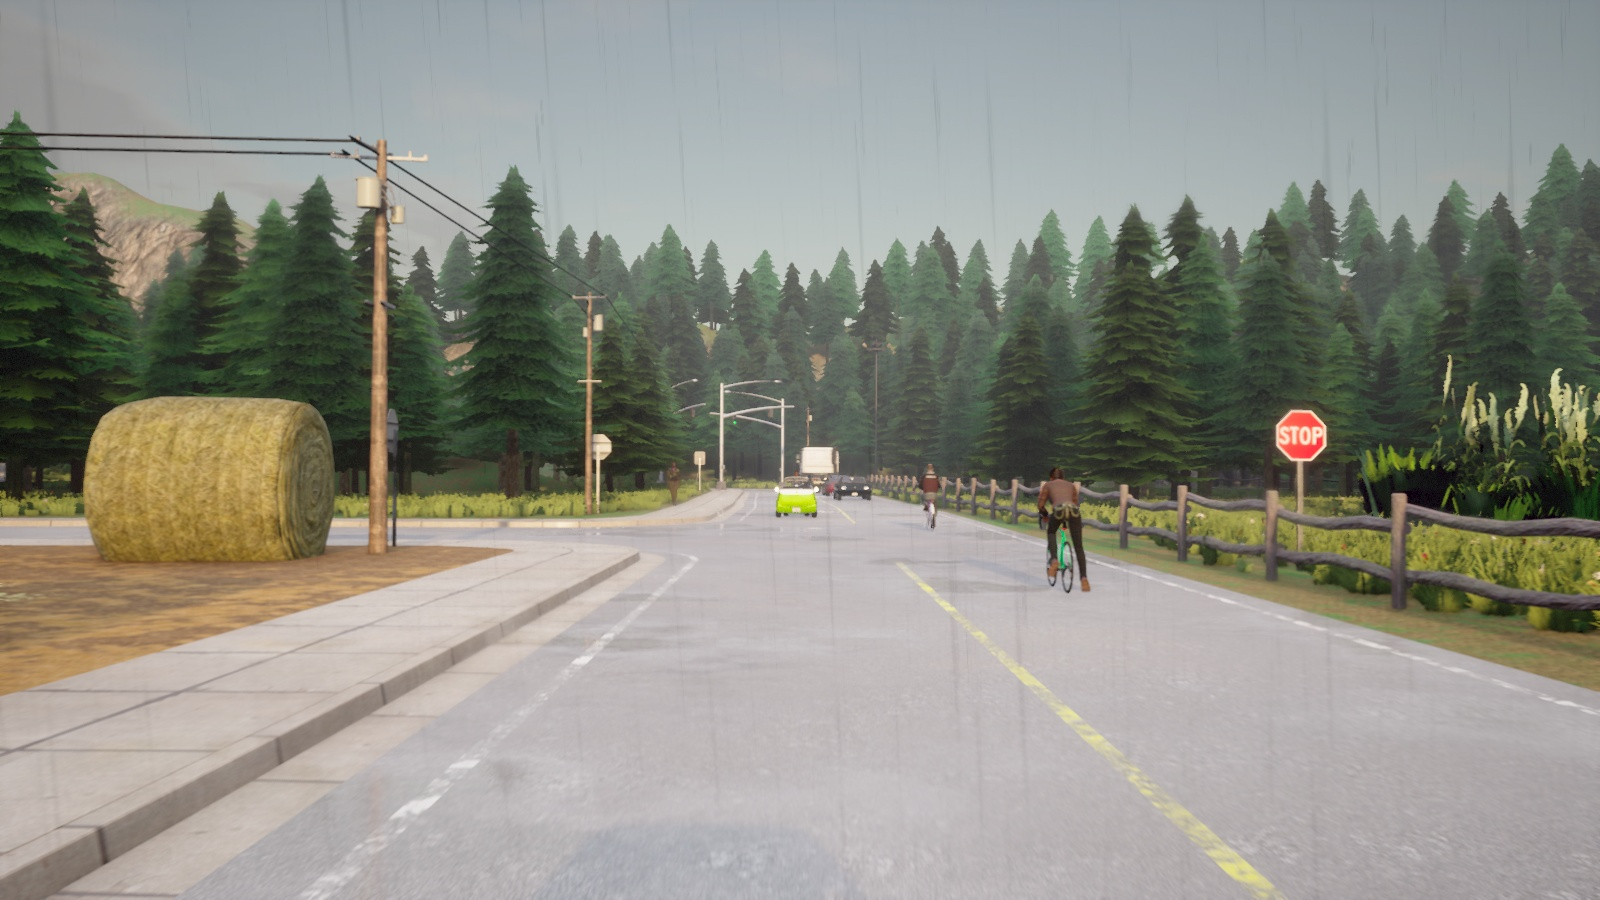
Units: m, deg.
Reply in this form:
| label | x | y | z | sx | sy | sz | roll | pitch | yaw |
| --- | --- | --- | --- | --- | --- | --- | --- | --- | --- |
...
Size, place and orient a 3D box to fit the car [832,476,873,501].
| label | x | y | z | sx | sy | sz | roll | pitch | yaw |
| --- | --- | --- | --- | --- | --- | --- | --- | --- | --- |
| car | 2.856 | 2.067 | 68.971 | 1.895 | 1.301 | 4.718 | 0 | -1 | -2 |

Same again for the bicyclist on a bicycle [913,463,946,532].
| label | x | y | z | sx | sy | sz | roll | pitch | yaw |
| --- | --- | --- | --- | --- | --- | --- | --- | --- | --- |
| bicyclist on a bicycle | 3.417 | 1.230 | 33.235 | 0.659 | 1.776 | 1.843 | 0 | -1 | 0 |

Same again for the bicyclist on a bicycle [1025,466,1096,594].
| label | x | y | z | sx | sy | sz | roll | pitch | yaw |
| --- | --- | --- | --- | --- | --- | --- | --- | --- | --- |
| bicyclist on a bicycle | 3.458 | 1.034 | 16.776 | 0.582 | 1.620 | 1.656 | 0 | -1 | 0 |

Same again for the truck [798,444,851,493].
| label | x | y | z | sx | sy | sz | roll | pitch | yaw |
| --- | --- | --- | --- | --- | --- | --- | --- | --- | --- |
| truck | 1.741 | 1.392 | 93.105 | 2.891 | 3.462 | 7.936 | 0 | -1 | -7 |

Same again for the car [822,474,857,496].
| label | x | y | z | sx | sy | sz | roll | pitch | yaw |
| --- | --- | --- | --- | --- | --- | --- | --- | --- | --- |
| car | 2.510 | 2.223 | 80.444 | 1.994 | 1.385 | 4.181 | 0 | -1 | -2 |

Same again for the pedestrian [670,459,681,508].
| label | x | y | z | sx | sy | sz | roll | pitch | yaw |
| --- | --- | --- | --- | --- | --- | --- | --- | --- | --- |
| pedestrian | -4.938 | 1.327 | 49.748 | 0.395 | 1.930 | 0.692 | 0 | -1 | -1 |

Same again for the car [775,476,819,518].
| label | x | y | z | sx | sy | sz | roll | pitch | yaw |
| --- | --- | --- | --- | --- | --- | --- | --- | --- | --- |
| car | -0.107 | 1.590 | 43.028 | 1.481 | 1.376 | 2.207 | 0 | -1 | 0 |
